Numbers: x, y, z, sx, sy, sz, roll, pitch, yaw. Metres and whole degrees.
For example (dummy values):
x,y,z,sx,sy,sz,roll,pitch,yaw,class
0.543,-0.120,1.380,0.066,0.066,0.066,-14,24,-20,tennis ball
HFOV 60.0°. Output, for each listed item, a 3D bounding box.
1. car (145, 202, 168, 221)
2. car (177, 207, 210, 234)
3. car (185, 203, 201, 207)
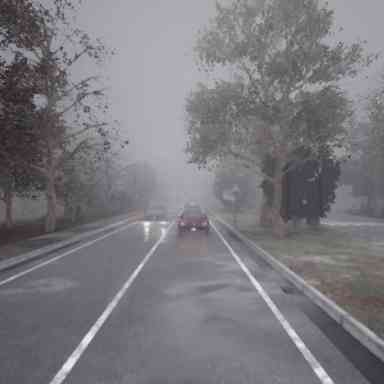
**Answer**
x,y,z,sx,sy,sz,roll,pitch,yaw,class
-3.330,1.816,31.748,1.837,1.490,4.892,1,6,0,car
0.100,1.882,21.131,1.895,1.301,4.718,0,-1,0,car
0.115,2.060,40.545,2.128,1.511,4.902,0,0,0,car
